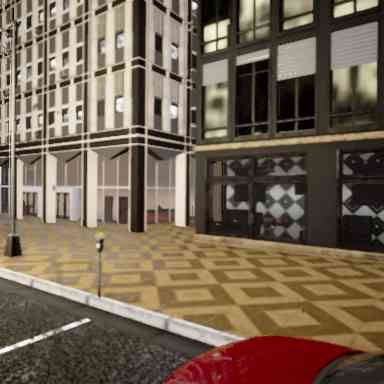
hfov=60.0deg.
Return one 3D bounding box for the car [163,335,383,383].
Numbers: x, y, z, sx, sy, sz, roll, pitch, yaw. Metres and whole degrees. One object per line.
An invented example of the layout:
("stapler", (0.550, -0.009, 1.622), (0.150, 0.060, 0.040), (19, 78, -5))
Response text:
("car", (1.745, 1.549, 1.625), (4.507, 1.381, 1.887), (1, 1, 36))
